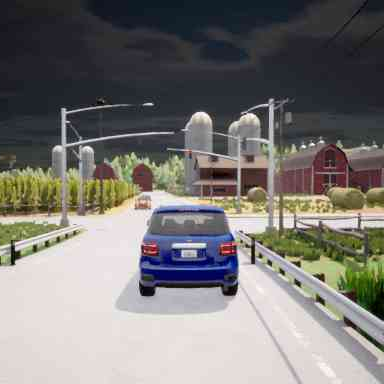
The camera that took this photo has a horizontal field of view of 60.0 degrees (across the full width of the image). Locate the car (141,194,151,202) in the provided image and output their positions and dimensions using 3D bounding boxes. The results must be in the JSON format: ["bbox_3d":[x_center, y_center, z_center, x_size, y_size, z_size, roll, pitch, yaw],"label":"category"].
[{"bbox_3d":[-9.278,1.187,66.984,1.994,1.385,4.181,0,1,-7],"label":"car"}]

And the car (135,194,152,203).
[{"bbox_3d":[-6.374,1.345,43.553,2.097,1.767,4.553,0,1,-7],"label":"car"}]

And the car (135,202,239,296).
[{"bbox_3d":[-0.106,1.367,9.096,2.150,2.045,5.566,0,-2,-1],"label":"car"}]

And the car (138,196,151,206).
[{"bbox_3d":[-7.583,1.404,53.216,1.994,1.385,4.181,0,1,-8],"label":"car"}]
